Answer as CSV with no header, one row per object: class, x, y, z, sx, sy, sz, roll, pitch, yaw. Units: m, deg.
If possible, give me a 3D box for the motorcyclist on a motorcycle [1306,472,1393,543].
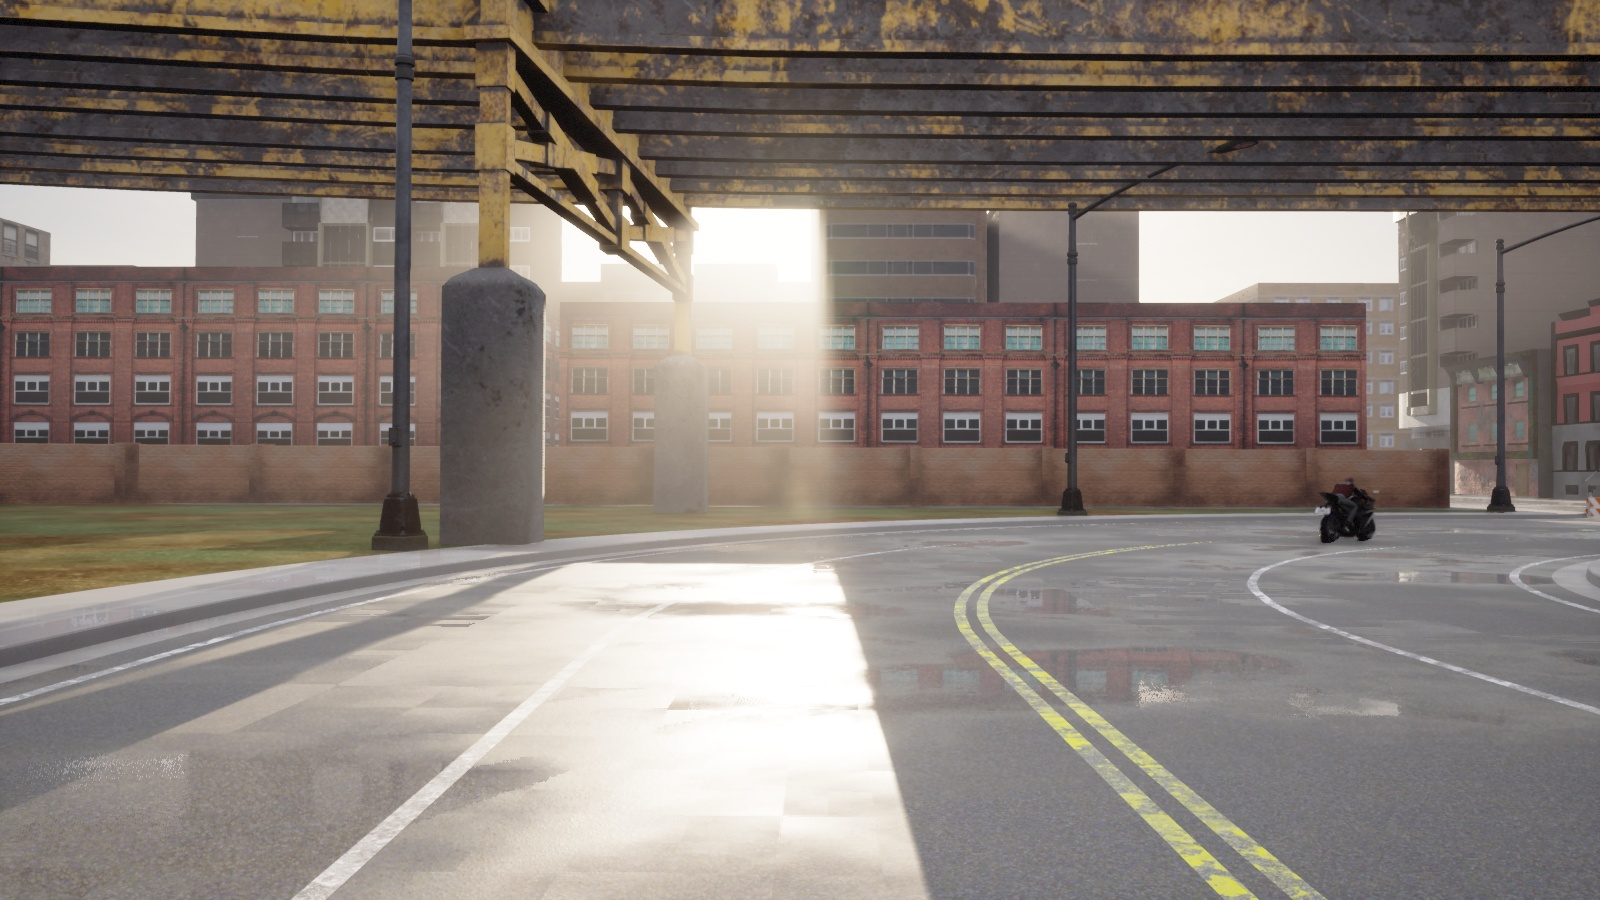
motorcyclist on a motorcycle,12.469,1.277,28.470,2.191,1.530,0.866,1,-1,-38
